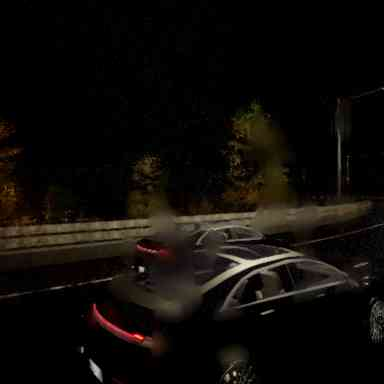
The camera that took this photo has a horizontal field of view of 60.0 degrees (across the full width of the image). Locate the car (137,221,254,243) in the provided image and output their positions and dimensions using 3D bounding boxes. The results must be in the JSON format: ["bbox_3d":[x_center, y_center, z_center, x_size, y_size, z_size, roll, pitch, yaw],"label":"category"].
[{"bbox_3d":[0.782,1.531,8.985,4.902,1.511,2.128,0,0,-39],"label":"car"}]

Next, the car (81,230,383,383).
[{"bbox_3d":[1.007,1.511,4.695,4.902,1.511,2.128,0,0,-37],"label":"car"}]
